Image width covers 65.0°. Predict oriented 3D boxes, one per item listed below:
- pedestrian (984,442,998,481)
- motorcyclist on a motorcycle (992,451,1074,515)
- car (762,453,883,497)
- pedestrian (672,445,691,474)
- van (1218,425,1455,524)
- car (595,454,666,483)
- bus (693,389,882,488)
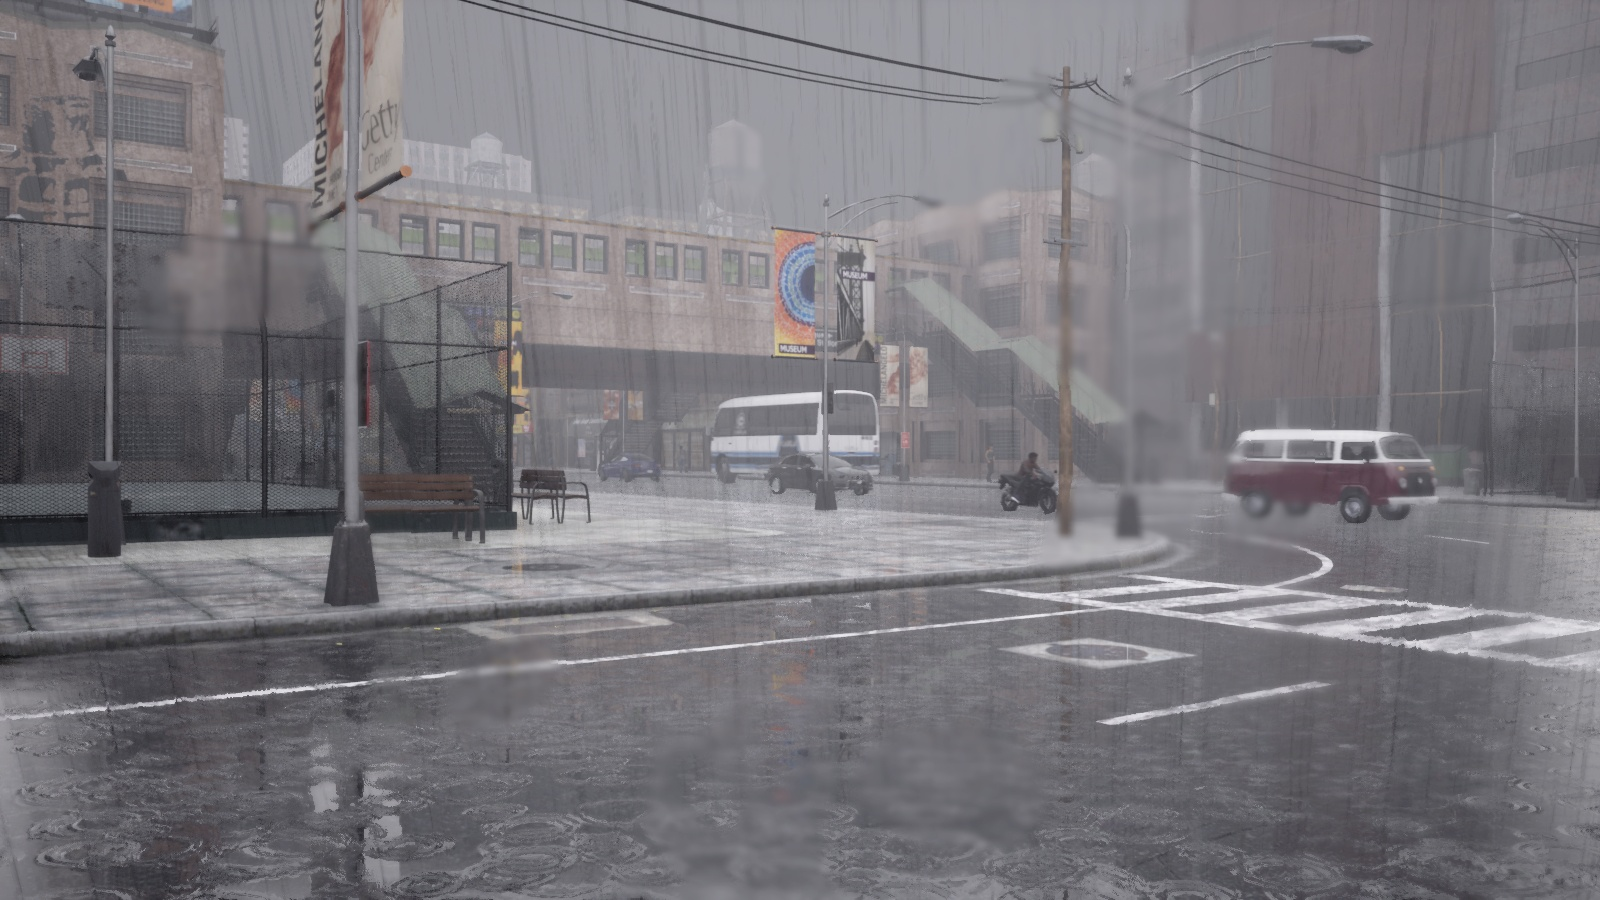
[{"bbox_3d":[9.063,0.528,59.578,0.345,1.836,0.594,0,0,-36],"label":"pedestrian"},{"bbox_3d":[5.742,0.791,31.056,0.797,1.523,2.044,0,0,-34],"label":"motorcyclist on a motorcycle"},{"bbox_3d":[0.719,0.858,44.739,1.837,1.490,4.892,0,0,-34],"label":"car"},{"bbox_3d":[-7.720,0.618,81.728,0.874,1.855,0.900,0,0,-39],"label":"pedestrian"},{"bbox_3d":[11.912,0.512,28.177,2.069,2.038,4.480,0,0,-34],"label":"van"},{"bbox_3d":[-8.884,0.949,65.346,1.812,1.442,4.674,0,0,-33],"label":"car"},{"bbox_3d":[-0.817,-0.484,59.522,3.944,4.253,10.273,0,0,-34],"label":"bus"}]
